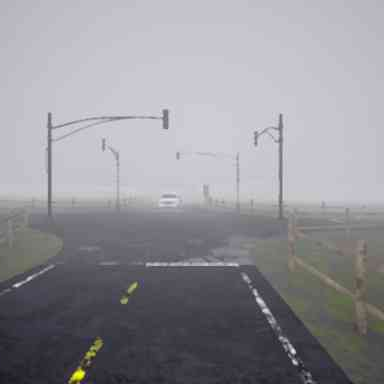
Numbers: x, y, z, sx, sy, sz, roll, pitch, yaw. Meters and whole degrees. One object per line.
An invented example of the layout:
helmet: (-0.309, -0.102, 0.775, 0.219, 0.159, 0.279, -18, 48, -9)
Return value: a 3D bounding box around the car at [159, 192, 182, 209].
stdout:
car: (-2.752, 1.083, 40.732, 2.150, 2.045, 5.566, 0, 2, 0)
